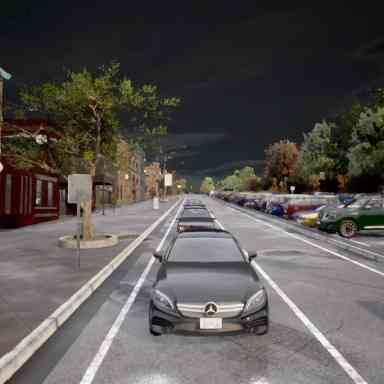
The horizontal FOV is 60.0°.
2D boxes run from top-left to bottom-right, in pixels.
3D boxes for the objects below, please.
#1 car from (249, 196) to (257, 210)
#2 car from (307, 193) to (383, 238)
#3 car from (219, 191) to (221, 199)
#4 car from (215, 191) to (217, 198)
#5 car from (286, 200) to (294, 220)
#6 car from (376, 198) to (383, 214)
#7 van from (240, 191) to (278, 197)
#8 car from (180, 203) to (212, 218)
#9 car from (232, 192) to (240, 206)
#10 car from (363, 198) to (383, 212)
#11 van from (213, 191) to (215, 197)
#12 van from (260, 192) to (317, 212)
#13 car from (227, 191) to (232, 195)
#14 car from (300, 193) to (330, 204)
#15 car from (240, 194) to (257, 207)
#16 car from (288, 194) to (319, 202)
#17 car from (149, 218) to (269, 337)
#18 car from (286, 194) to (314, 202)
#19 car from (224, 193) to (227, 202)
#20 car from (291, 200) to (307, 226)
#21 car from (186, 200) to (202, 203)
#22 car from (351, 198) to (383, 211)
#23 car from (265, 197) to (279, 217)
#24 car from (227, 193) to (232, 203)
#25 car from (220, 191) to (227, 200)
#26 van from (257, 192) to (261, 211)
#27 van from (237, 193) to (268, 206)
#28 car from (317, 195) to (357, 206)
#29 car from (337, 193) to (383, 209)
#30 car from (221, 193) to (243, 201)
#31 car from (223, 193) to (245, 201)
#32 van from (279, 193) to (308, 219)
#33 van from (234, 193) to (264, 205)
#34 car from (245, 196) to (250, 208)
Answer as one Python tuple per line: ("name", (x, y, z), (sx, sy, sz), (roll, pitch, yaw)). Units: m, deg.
("car", (9.159, 1.469, 36.683), (4.792, 1.488, 2.163), (0, 0, 0))
("car", (9.247, 1.220, 17.057), (5.566, 2.045, 2.435), (0, 0, 0))
("car", (8.873, 0.937, 67.522), (5.566, 2.045, 2.435), (0, 1, 0))
("car", (8.793, 1.063, 81.539), (5.008, 1.535, 2.097), (0, 1, 0))
("car", (9.236, 1.506, 22.664), (4.674, 1.452, 2.002), (0, 0, 0))
("car", (22.409, 1.443, 34.682), (5.366, 1.575, 1.946), (0, 0, 0))
("van", (9.184, 1.162, 45.100), (4.442, 1.987, 1.878), (0, 0, 0))
("car", (0.188, 1.532, 17.428), (2.033, 1.411, 5.357), (0, 0, 0))
("car", (9.019, 1.112, 47.899), (5.566, 2.045, 2.435), (0, 1, 0))
("car", (22.175, 1.468, 37.452), (4.792, 1.488, 2.163), (0, 0, 0))
("van", (8.619, 0.762, 89.946), (4.442, 1.987, 1.878), (0, 1, 0))
("van", (9.055, 1.230, 31.077), (4.442, 1.987, 1.878), (0, 0, 0))
("car", (8.995, 1.138, 59.114), (4.553, 1.767, 2.185), (0, 1, 0))
("car", (22.071, 1.134, 59.665), (4.553, 1.767, 2.185), (0, 1, 0))
("car", (9.095, 1.408, 42.293), (4.892, 1.521, 2.231), (0, 0, 0))
("car", (21.814, 1.207, 65.214), (5.366, 1.575, 1.946), (0, 1, 0))
("car", (0.251, 1.524, 6.849), (1.812, 1.442, 4.674), (0, 0, 0))
("car", (21.984, 1.187, 67.992), (4.892, 1.521, 2.231), (0, 1, 0))
("car", (8.941, 1.278, 61.918), (4.674, 1.452, 2.002), (0, 1, 0))
("car", (9.069, 1.466, 19.860), (5.366, 1.575, 1.946), (0, 0, 0))
("car", (0.211, 1.442, 29.876), (2.128, 1.511, 4.902), (0, 0, 0))
("car", (22.212, 1.451, 40.236), (4.792, 1.488, 2.163), (0, 0, 0))
("car", (9.187, 1.459, 28.271), (5.008, 1.535, 2.097), (0, 0, 0))
("car", (8.978, 1.289, 56.312), (4.892, 1.521, 2.231), (0, 1, 0))
("car", (8.894, 0.962, 64.719), (5.566, 2.045, 2.435), (0, 1, 0))
("van", (9.267, 1.222, 33.880), (4.442, 1.987, 1.878), (0, 0, 0))
("van", (9.143, 1.112, 50.704), (4.442, 1.987, 1.878), (0, 1, 0))
("car", (22.288, 1.331, 51.339), (5.366, 1.575, 1.946), (0, 1, 0))
("car", (22.135, 1.152, 43.008), (5.566, 2.045, 2.435), (0, 0, 0))
("car", (8.829, 1.013, 73.129), (4.553, 1.767, 2.185), (0, 1, 0))
("car", (8.850, 1.038, 70.326), (4.553, 1.767, 2.185), (0, 1, 0))
("van", (9.330, 1.237, 25.468), (4.442, 1.987, 1.878), (0, 0, 0))
("van", (9.122, 1.087, 53.507), (4.442, 1.987, 1.878), (0, 1, 0))
("car", (9.106, 1.465, 39.490), (4.674, 1.452, 2.002), (0, 0, 0))
